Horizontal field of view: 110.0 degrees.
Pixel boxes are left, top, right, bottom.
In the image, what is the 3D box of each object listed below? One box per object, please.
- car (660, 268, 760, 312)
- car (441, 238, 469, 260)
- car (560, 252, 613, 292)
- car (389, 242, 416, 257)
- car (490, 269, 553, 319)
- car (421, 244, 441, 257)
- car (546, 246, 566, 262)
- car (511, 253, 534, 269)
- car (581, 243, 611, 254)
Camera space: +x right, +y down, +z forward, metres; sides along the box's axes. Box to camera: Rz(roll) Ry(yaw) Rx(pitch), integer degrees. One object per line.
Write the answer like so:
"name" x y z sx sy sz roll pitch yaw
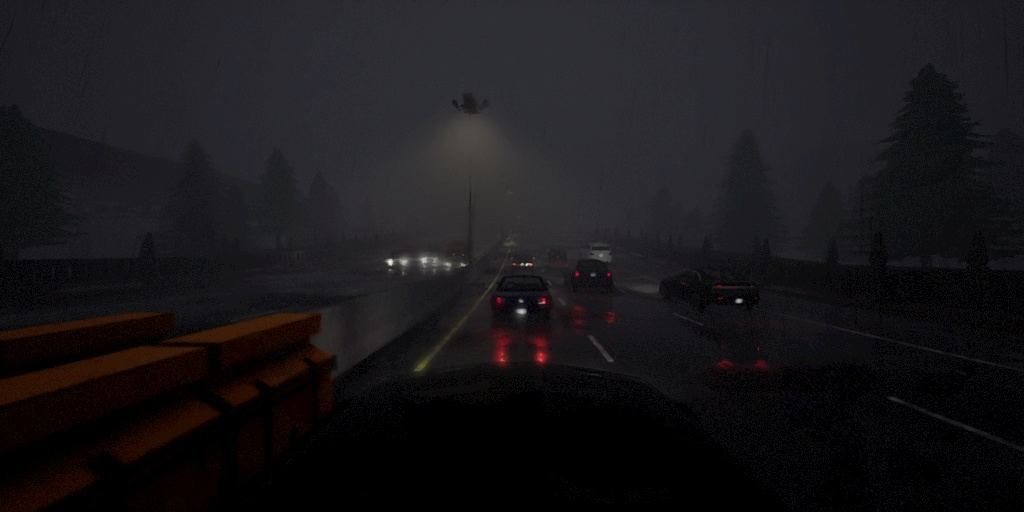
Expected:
"car" 7.413 1.191 13.991 2.128 1.511 4.902 0 1 2
"car" -5.993 -0.824 40.204 2.150 2.045 5.566 0 7 2
"car" 4.103 0.884 19.900 2.097 1.767 4.553 0 2 2
"car" -12.921 -0.822 42.580 1.882 1.535 5.008 0 7 2
"car" 0.369 1.317 12.760 1.895 1.301 4.718 0 1 2
"car" -9.419 -0.750 42.614 1.994 1.385 4.181 0 7 2
"car" 4.619 -0.272 37.311 1.882 1.535 5.008 0 6 2
"car" 0.885 0.490 29.958 2.033 1.411 5.357 0 5 2
"car" 8.043 -0.267 34.694 2.150 2.045 5.566 0 6 2
